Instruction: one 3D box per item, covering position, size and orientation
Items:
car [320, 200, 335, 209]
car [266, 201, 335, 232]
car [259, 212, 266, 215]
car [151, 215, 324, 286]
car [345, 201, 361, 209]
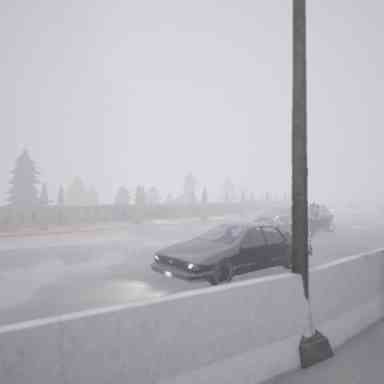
[{"bbox_3d":[25.136,2.297,61.737,1.994,1.385,4.181,0,-1,13],"label":"car"},{"bbox_3d":[6.602,1.526,19.611,2.097,1.767,4.553,0,-1,43],"label":"car"},{"bbox_3d":[6.701,1.772,24.837,2.033,1.411,5.357,0,-1,41],"label":"car"},{"bbox_3d":[1.463,1.624,9.794,5.357,1.411,2.033,1,-1,-40],"label":"car"},{"bbox_3d":[27.479,2.239,56.799,1.994,1.385,4.181,0,-1,17],"label":"car"}]
